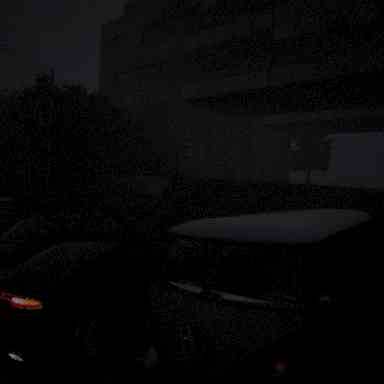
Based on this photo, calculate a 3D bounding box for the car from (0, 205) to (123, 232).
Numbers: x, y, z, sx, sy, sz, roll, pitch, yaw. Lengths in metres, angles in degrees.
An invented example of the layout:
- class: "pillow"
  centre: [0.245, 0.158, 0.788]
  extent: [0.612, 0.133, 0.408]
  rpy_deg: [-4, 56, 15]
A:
- class: "car"
  centre: [-3.257, 1.299, 7.648]
  extent: [2.185, 1.767, 4.553]
  rpy_deg: [1, 0, 36]

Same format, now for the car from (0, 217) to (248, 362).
- class: "car"
  centre: [-1.106, 1.446, 6.067]
  extent: [2.097, 1.535, 5.008]
  rpy_deg: [1, 0, 36]

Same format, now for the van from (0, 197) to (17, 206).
- class: "van"
  centre: [-7.752, 1.155, 10.963]
  extent: [1.878, 1.987, 4.442]
  rpy_deg: [1, 0, 36]
